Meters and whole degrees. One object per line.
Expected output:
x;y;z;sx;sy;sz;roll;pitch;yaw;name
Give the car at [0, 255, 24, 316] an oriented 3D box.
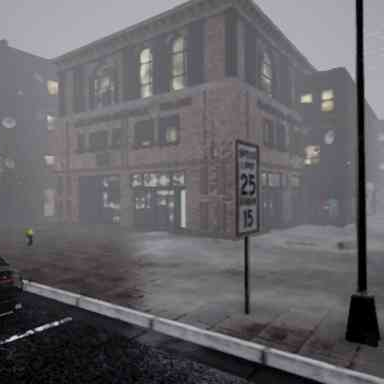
-4.952;1.625;6.404;4.403;1.369;2.008;-1;0;35;car
